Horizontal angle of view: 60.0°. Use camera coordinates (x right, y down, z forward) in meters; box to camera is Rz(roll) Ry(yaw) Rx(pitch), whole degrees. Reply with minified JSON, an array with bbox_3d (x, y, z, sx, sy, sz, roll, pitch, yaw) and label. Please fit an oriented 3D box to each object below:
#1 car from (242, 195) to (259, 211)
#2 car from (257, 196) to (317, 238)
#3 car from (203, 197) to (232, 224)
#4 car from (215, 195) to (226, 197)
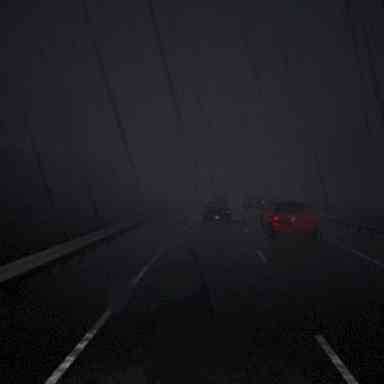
[{"bbox_3d":[6.533,1.081,35.723,2.097,1.767,4.553,0,0,6],"label":"car"},{"bbox_3d":[4.759,1.232,16.995,2.097,1.767,4.553,0,0,5],"label":"car"},{"bbox_3d":[1.761,1.339,22.731,1.812,1.442,4.674,0,1,6],"label":"car"},{"bbox_3d":[3.551,1.170,41.338,1.837,1.490,4.892,0,1,6],"label":"car"}]
